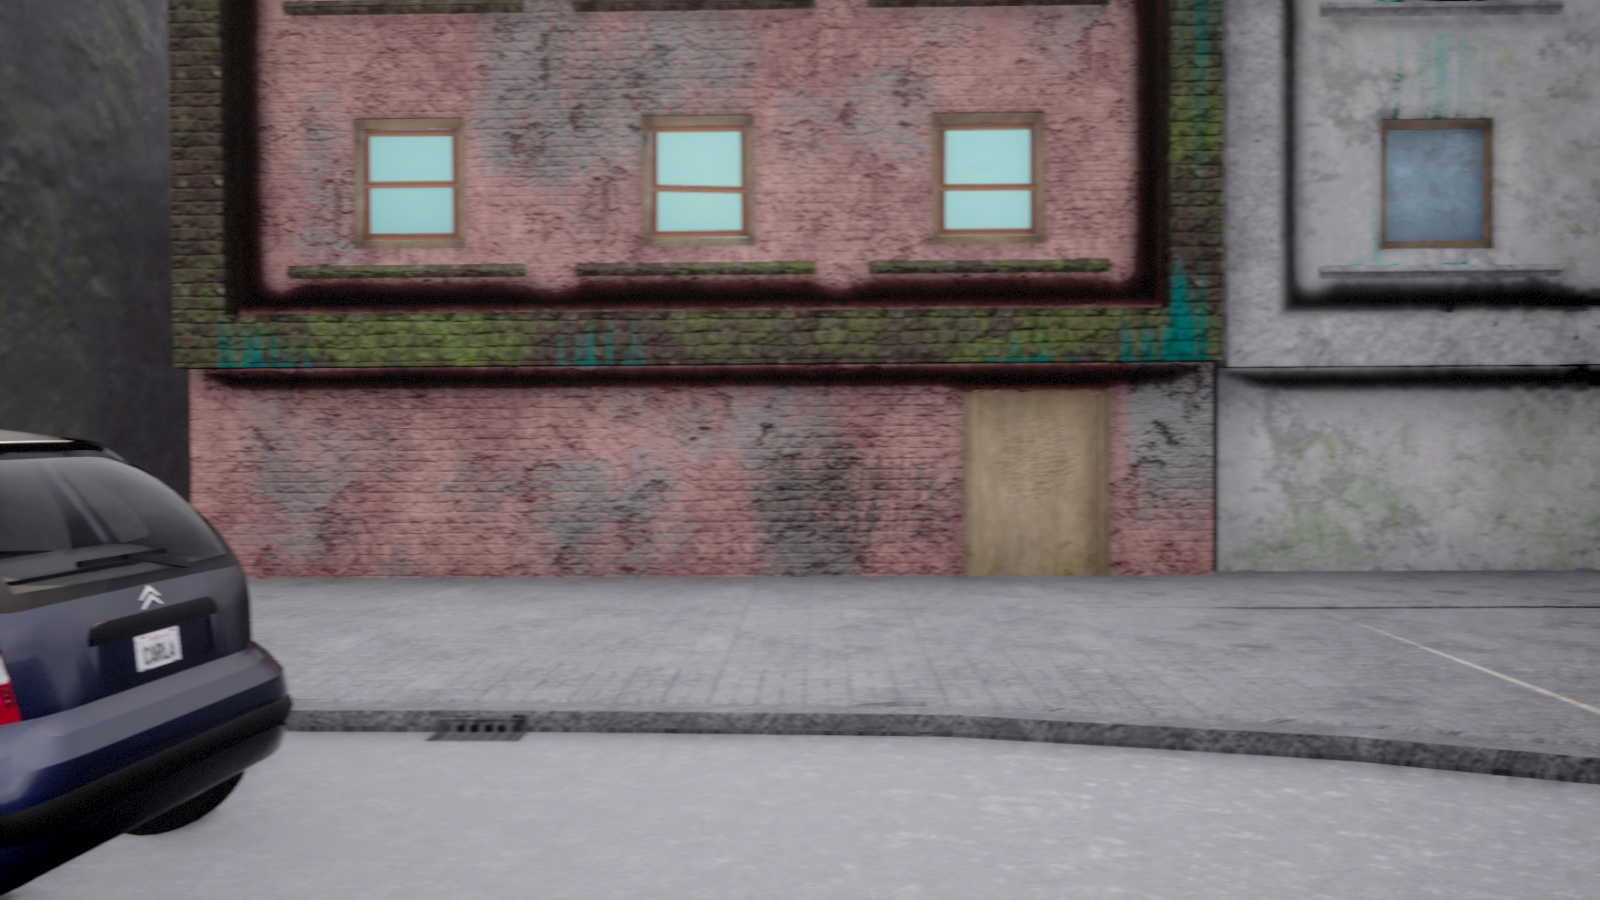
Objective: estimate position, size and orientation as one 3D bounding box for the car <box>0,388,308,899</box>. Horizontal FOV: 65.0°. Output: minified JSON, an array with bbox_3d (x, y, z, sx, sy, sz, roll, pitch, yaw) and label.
[{"bbox_3d":[-4.047,0.621,4.287,3.988,1.617,1.851,0,1,5],"label":"car"}]
